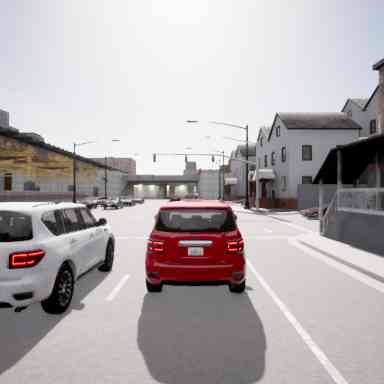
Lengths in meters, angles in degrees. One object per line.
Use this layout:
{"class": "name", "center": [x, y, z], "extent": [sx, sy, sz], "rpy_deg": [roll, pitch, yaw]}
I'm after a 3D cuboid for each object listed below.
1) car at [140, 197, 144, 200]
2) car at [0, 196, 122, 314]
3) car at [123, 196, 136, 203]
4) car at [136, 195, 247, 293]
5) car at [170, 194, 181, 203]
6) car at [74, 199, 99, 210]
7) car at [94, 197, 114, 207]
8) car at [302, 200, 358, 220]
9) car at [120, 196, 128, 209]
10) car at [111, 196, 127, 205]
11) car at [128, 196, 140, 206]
{"class": "car", "center": [-10.374, 1.605, 64.682], "extent": [2.033, 1.411, 5.357], "rpy_deg": [0, 0, 0]}
{"class": "car", "center": [-3.408, 1.229, 7.769], "extent": [2.150, 2.045, 5.566], "rpy_deg": [0, 0, 1]}
{"class": "car", "center": [-13.814, 1.559, 73.742], "extent": [1.837, 1.490, 4.892], "rpy_deg": [0, 0, 0]}
{"class": "car", "center": [0.101, 1.230, 9.031], "extent": [2.150, 2.045, 5.566], "rpy_deg": [0, 0, 1]}
{"class": "car", "center": [-3.326, 1.414, 69.163], "extent": [2.097, 1.767, 4.553], "rpy_deg": [0, 0, 0]}
{"class": "car", "center": [-13.988, 1.603, 44.232], "extent": [1.994, 1.385, 4.181], "rpy_deg": [0, 0, 0]}
{"class": "car", "center": [-13.955, 1.573, 52.973], "extent": [1.812, 1.442, 4.674], "rpy_deg": [0, 0, 0]}
{"class": "car", "center": [11.912, 1.466, 28.691], "extent": [4.674, 1.442, 1.812], "rpy_deg": [-6, 0, 0]}
{"class": "car", "center": [-10.487, 1.531, 44.644], "extent": [2.128, 1.511, 4.902], "rpy_deg": [0, 0, 0]}
{"class": "car", "center": [-13.887, 1.561, 63.328], "extent": [1.837, 1.490, 4.892], "rpy_deg": [0, 0, 0]}
{"class": "car", "center": [-10.454, 1.596, 54.393], "extent": [2.033, 1.411, 5.357], "rpy_deg": [0, 0, 0]}
